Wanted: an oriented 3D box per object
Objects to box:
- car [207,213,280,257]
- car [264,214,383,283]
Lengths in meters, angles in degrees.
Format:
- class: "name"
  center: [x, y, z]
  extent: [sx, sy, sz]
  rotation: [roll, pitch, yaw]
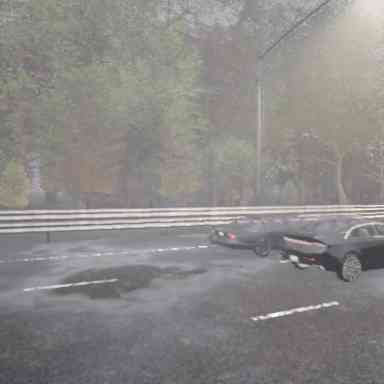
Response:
- class: "car"
  center: [3.262, 1.528, 12.757]
  extent: [5.357, 1.411, 2.033]
  rotation: [0, 0, -26]
- class: "car"
  center: [4.795, 1.506, 9.606]
  extent: [4.902, 1.511, 2.128]
  rotation: [0, 0, -26]
